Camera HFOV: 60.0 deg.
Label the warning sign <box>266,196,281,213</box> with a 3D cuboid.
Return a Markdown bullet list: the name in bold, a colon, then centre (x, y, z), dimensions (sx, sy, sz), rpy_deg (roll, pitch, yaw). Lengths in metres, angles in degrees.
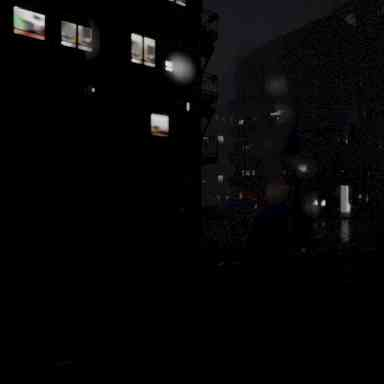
- **warning sign**: centre (9.102, 1.405, 37.091), dimensions (1.300, 1.860, 1.060), rpy_deg (1, 0, -36)

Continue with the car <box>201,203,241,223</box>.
- **car**: centre (1.888, 1.877, 28.770), dimensions (1.802, 1.307, 4.206), rpy_deg (-1, 0, -36)

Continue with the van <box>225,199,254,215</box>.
- **van**: centre (5.293, 1.680, 38.210), dimensions (1.690, 1.788, 3.998), rpy_deg (-1, 0, -36)

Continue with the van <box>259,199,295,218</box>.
- **van**: centre (8.617, 1.607, 33.701), dimensions (1.690, 1.788, 3.998), rpy_deg (-1, 0, -36)
